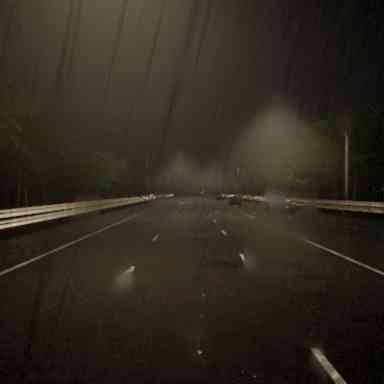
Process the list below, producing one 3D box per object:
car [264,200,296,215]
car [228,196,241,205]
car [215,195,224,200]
[{"bbox_3d":[8.753,1.498,33.353,1.994,1.385,4.181,0,0,-9],"label":"car"},{"bbox_3d":[6.889,1.407,54.211,2.033,1.411,5.357,0,0,3],"label":"car"},{"bbox_3d":[7.041,1.376,84.566,1.994,1.385,4.181,0,0,0],"label":"car"}]
